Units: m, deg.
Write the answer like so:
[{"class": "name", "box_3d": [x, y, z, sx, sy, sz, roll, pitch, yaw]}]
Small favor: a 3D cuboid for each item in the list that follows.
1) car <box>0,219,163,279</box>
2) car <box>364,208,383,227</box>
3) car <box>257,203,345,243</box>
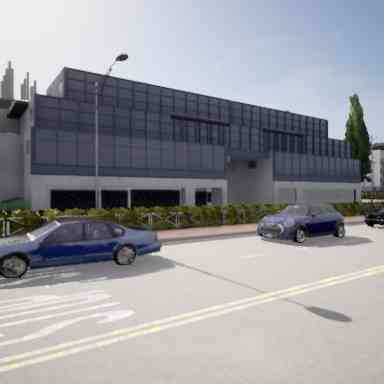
[{"class": "car", "box_3d": [-3.598, 1.545, 10.136, 5.357, 1.411, 2.033, 0, 0, -31]}, {"class": "car", "box_3d": [13.019, 1.584, 21.222, 4.718, 1.301, 1.895, 0, 0, -34]}, {"class": "car", "box_3d": [5.277, 1.341, 15.990, 4.553, 1.767, 2.097, 0, 0, -34]}]
